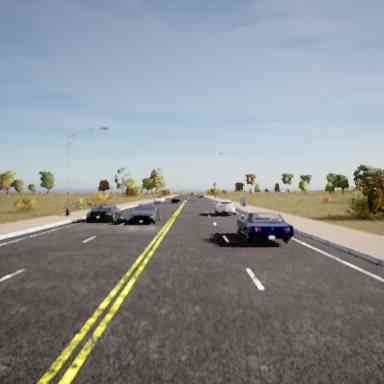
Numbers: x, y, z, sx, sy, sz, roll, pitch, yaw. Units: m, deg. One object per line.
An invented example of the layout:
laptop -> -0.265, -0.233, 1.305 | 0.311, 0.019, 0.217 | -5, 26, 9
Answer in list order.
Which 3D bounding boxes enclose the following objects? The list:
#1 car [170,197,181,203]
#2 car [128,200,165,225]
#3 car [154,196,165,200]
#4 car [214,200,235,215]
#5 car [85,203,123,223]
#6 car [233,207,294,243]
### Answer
car -> -3.260, 1.604, 66.684 | 1.895, 1.301, 4.718 | 0, 0, 0
car -> -3.351, 1.551, 24.525 | 2.033, 1.411, 5.357 | 0, 0, 0
car -> -6.512, 1.531, 66.710 | 1.812, 1.442, 4.674 | 0, 0, 0
car -> 3.347, 1.531, 34.024 | 1.812, 1.442, 4.674 | 0, 0, 0
car -> -6.600, 1.567, 25.300 | 1.994, 1.385, 4.181 | 0, 0, 0
car -> 3.349, 1.603, 16.122 | 1.895, 1.301, 4.718 | 0, 0, 0
